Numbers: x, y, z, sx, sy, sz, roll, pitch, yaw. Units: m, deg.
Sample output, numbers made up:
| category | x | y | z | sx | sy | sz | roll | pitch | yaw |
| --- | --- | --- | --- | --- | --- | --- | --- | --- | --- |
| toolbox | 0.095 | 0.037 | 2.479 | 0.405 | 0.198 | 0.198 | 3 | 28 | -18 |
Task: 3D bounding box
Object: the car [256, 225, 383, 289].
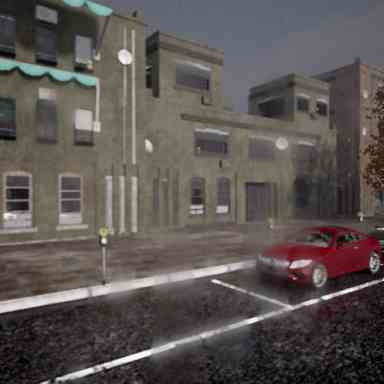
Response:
| category | x | y | z | sx | sy | sz | roll | pitch | yaw |
| --- | --- | --- | --- | --- | --- | --- | --- | --- | --- |
| car | 3.622 | 1.614 | 9.148 | 4.206 | 1.307 | 1.802 | 0 | -1 | -36 |
